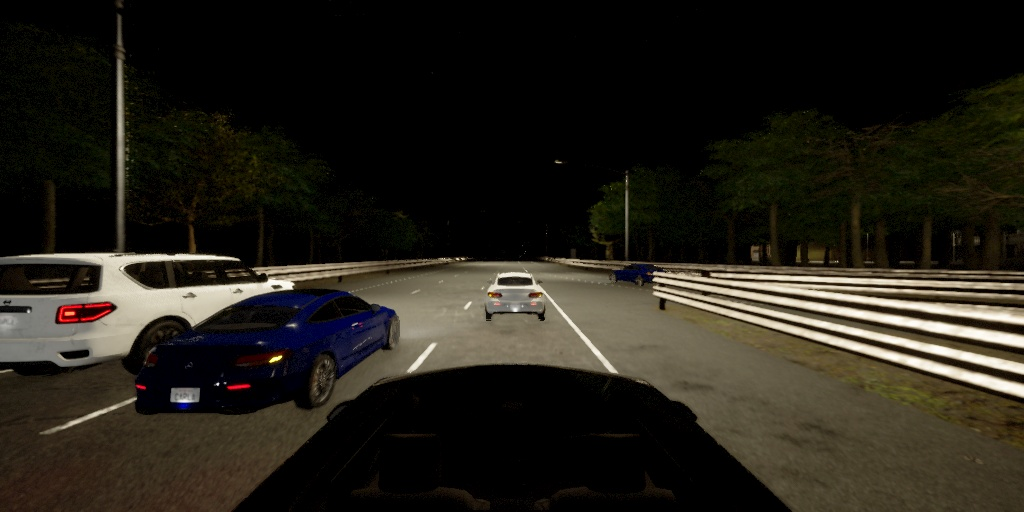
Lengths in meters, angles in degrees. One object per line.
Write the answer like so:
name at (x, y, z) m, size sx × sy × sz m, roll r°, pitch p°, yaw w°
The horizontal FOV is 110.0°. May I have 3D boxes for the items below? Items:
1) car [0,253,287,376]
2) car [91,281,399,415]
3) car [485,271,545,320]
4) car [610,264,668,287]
car at (-6.903, 0.964, 7.577) m, size 2.150 × 2.045 × 5.566 m, roll 0°, pitch 0°, yaw 0°
car at (-3.389, 1.272, 6.024) m, size 1.812 × 1.442 × 4.674 m, roll 0°, pitch 0°, yaw 0°
car at (0.094, 1.254, 12.393) m, size 1.812 × 1.442 × 4.674 m, roll 0°, pitch 0°, yaw 0°
car at (8.526, 1.233, 24.246) m, size 1.812 × 1.442 × 4.674 m, roll 0°, pitch 0°, yaw -18°
